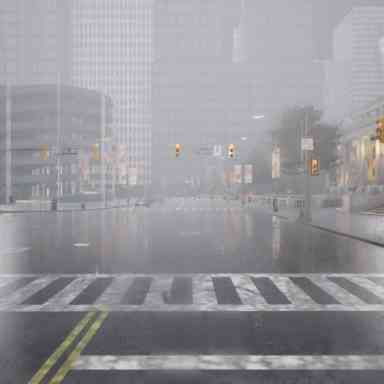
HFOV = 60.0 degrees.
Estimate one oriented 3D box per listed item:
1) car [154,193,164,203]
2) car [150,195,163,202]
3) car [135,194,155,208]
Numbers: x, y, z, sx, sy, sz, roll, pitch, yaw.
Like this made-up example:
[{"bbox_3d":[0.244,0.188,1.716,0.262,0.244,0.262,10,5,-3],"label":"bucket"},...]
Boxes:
[{"bbox_3d":[-6.954,1.224,67.764,2.150,2.045,5.566,0,0,1],"label":"car"},{"bbox_3d":[-8.459,1.525,78.306,2.128,1.511,4.902,0,0,-18],"label":"car"},{"bbox_3d":[-7.006,1.492,47.976,2.128,1.511,4.902,0,0,0],"label":"car"}]
